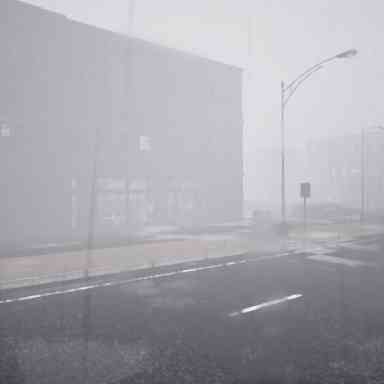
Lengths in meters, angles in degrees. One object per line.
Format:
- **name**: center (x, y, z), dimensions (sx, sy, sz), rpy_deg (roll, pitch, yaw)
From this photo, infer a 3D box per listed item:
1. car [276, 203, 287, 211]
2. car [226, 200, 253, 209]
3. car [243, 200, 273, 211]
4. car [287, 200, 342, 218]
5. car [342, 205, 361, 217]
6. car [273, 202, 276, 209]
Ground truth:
- **car**: center (14.009, 1.807, 44.448), dimensions (2.008, 1.369, 4.403), rpy_deg (-2, 0, -36)
- **car**: center (7.565, 1.963, 53.449), dimensions (1.802, 1.307, 4.206), rpy_deg (-2, 0, -36)
- **car**: center (7.730, 1.850, 43.288), dimensions (1.837, 1.490, 4.892), rpy_deg (-1, 0, -36)
- **car**: center (11.954, 1.811, 32.715), dimensions (1.947, 1.339, 4.313), rpy_deg (-2, 0, -36)
- **car**: center (14.317, 1.763, 34.088), dimensions (2.033, 1.411, 5.357), rpy_deg (-1, 0, -36)
- **car**: center (10.787, 1.901, 48.949), dimensions (1.802, 1.307, 4.206), rpy_deg (-2, 0, -36)
